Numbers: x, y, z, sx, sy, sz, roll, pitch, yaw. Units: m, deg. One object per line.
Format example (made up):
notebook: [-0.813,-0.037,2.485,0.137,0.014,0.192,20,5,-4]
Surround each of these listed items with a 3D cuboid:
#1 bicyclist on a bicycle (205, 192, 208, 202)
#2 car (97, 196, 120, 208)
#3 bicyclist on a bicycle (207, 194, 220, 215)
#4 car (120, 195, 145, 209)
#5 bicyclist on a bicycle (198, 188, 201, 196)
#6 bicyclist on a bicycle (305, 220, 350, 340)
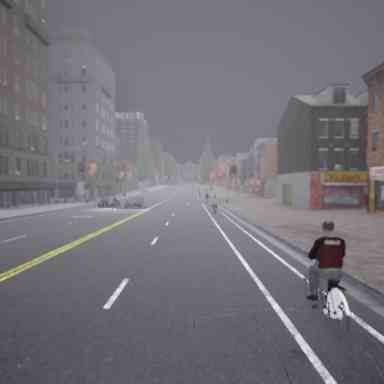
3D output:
bicyclist on a bicycle: [2.148,0.916,47.451,0.659,1.776,1.843,0,1,0]
car: [-9.878,1.207,39.779,1.994,1.385,4.181,0,1,0]
bicyclist on a bicycle: [1.989,1.208,28.771,0.866,1.612,1.509,0,1,2]
car: [-6.632,1.162,38.788,1.837,1.490,4.892,0,0,0]
bicyclist on a bicycle: [1.834,0.453,76.973,0.866,1.612,1.509,0,2,3]
bicyclist on a bicycle: [2.206,1.338,5.601,0.659,1.776,1.843,0,0,0]
